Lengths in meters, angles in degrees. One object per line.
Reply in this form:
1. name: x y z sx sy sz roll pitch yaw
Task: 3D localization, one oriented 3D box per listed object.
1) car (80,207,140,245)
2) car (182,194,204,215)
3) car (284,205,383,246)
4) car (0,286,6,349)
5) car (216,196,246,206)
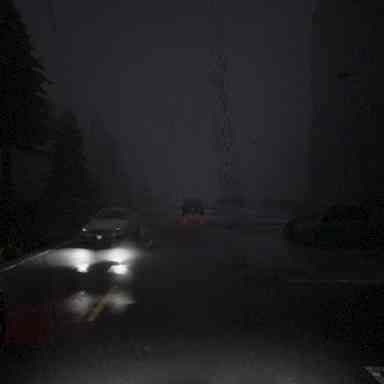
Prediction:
1. car: -3.549 1.430 15.137 1.812 1.442 4.674 0 1 1
2. car: 0.069 1.283 30.663 1.882 1.535 5.008 0 1 0
3. car: 6.029 1.392 14.223 3.988 1.617 1.851 0 0 -1
4. car: -3.602 1.334 2.644 2.097 1.767 4.553 0 0 0
5. car: 5.511 1.251 47.231 4.181 1.381 1.994 0 0 -1
